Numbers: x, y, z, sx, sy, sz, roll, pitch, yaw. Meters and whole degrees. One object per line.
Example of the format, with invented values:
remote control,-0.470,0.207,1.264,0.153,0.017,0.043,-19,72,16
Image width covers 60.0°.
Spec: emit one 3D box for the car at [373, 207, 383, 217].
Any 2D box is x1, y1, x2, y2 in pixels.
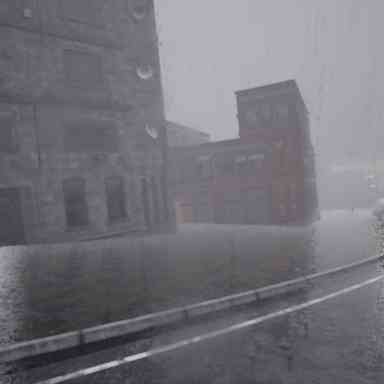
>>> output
car,31.119,3.267,54.721,1.994,1.385,4.181,-5,-4,18
